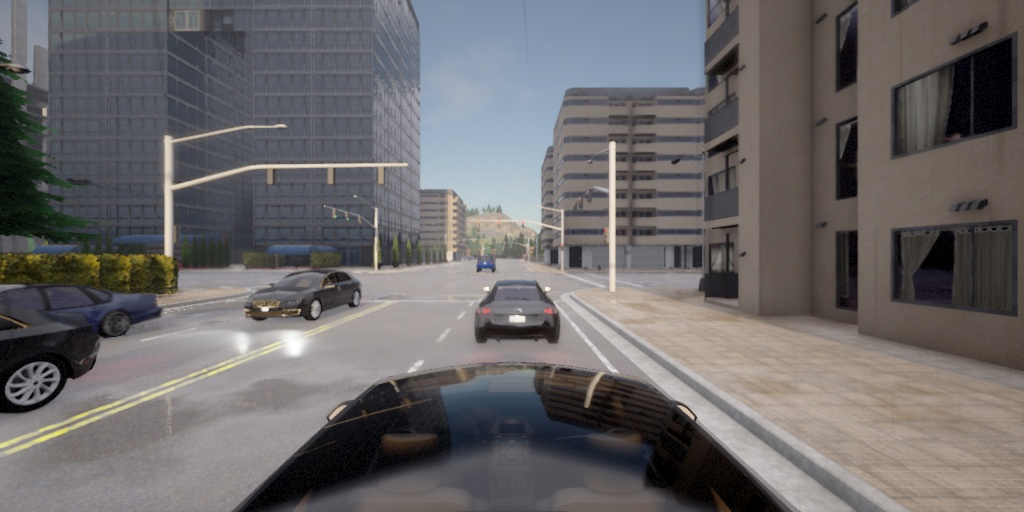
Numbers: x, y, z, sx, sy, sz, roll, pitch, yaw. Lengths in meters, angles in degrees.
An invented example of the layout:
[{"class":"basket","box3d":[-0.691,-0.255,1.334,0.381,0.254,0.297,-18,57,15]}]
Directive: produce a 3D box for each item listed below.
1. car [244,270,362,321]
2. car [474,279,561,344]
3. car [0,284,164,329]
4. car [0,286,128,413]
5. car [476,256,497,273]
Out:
[{"class":"car","box3d":[-6.949,1.257,12.540,1.837,1.490,4.892,0,0,0]},{"class":"car","box3d":[0.135,1.316,9.649,1.994,1.385,4.181,0,0,1]},{"class":"car","box3d":[-10.524,1.299,7.406,2.033,1.411,5.357,0,0,1]},{"class":"car","box3d":[-7.074,1.255,3.248,1.837,1.490,4.892,0,0,0]},{"class":"car","box3d":[-3.189,0.980,44.951,2.150,2.045,5.566,0,0,0]}]
